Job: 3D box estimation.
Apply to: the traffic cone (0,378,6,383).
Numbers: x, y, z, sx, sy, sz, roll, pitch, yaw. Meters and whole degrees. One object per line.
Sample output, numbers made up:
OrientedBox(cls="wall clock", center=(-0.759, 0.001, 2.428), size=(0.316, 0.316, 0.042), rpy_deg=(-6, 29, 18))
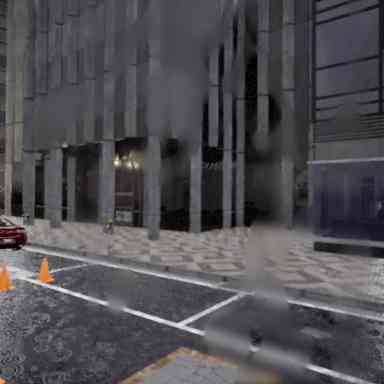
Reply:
OrientedBox(cls="traffic cone", center=(-2.447, 1.986, 3.930), size=(0.340, 0.580, 0.340), rpy_deg=(0, -1, 37))

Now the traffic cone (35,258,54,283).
OrientedBox(cls="traffic cone", center=(-3.859, 2.029, 8.726), size=(0.340, 0.580, 0.340), rpy_deg=(0, -1, 37))

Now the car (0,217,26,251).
OrientedBox(cls="car", center=(-8.477, 1.640, 13.468), size=(4.507, 1.381, 1.887), rpy_deg=(0, -1, 37))

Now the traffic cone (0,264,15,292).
OrientedBox(cls="traffic cone", center=(-4.457, 2.017, 7.925), size=(0.340, 0.580, 0.340), rpy_deg=(0, -1, 37))
